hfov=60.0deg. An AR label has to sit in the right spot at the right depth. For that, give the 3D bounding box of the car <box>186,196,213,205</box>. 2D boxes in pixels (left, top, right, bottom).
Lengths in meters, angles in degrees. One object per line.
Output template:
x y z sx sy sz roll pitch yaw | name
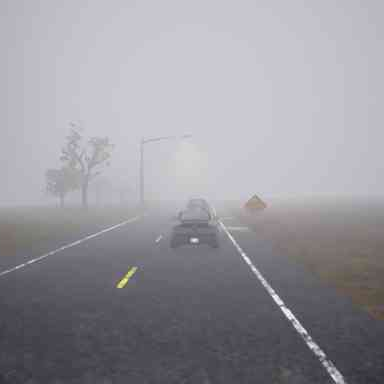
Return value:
0.533 1.364 29.545 2.097 1.767 4.553 0 0 2 | car

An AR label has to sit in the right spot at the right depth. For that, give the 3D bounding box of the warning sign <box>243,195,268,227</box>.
3.793 1.114 19.902 1.300 1.860 1.060 0 0 1 | warning sign

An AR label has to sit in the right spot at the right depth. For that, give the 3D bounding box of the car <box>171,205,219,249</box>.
0.133 1.516 14.612 1.837 1.490 4.892 0 0 1 | car

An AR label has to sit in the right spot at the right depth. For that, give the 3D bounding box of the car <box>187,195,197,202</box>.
0.068 1.523 76.966 1.994 1.385 4.181 0 0 5 | car

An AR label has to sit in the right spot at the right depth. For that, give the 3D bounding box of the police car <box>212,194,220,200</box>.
6.463 1.387 94.615 1.930 1.638 5.238 0 0 7 | police car
